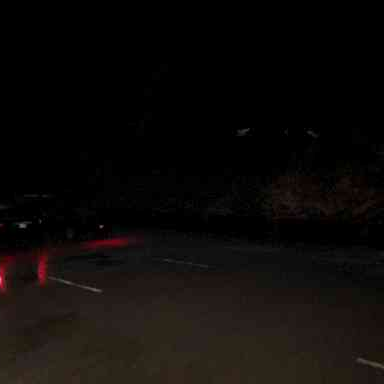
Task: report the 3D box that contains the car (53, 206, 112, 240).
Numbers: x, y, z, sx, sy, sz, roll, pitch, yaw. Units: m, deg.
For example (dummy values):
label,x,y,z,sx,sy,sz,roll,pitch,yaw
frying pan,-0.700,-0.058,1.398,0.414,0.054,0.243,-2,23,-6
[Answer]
label,x,y,z,sx,sy,sz,roll,pitch,yaw
car,-6.233,1.440,16.913,5.008,1.535,1.882,1,0,35

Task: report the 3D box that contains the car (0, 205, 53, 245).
label,x,y,z,sx,sy,sz,roll,pitch,yaw
car,-8.240,1.321,14.046,4.553,1.767,2.097,1,0,35
